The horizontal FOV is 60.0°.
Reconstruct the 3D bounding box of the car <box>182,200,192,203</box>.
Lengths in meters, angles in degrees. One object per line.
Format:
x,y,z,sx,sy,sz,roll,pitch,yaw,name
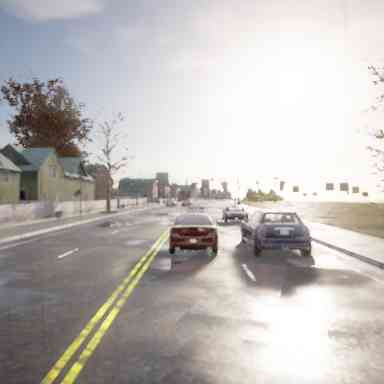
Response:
-0.957,2.277,66.706,1.994,1.385,4.181,0,-1,4,car

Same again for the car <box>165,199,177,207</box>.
-4.197,2.221,66.942,2.128,1.511,4.902,0,-1,4,car

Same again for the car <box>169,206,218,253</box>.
0.090,1.620,14.438,1.882,1.535,5.008,0,0,1,car

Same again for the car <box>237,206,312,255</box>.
3.332,1.487,14.003,2.097,1.767,4.553,0,-1,1,car

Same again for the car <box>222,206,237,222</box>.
3.654,1.889,28.955,1.895,1.301,4.718,0,-1,2,car

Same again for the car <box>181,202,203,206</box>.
0.401,1.837,28.934,2.033,1.411,5.357,0,-1,2,car
